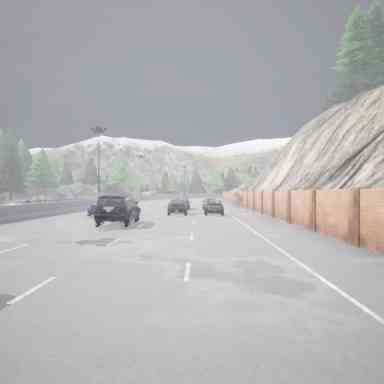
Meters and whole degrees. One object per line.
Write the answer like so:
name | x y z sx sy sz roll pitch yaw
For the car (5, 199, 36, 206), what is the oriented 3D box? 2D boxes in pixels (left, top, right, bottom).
car | -18.924 1.536 36.779 1.812 1.442 4.674 0 0 1

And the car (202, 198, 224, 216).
car | 2.113 1.491 32.804 2.128 1.511 4.902 0 0 1

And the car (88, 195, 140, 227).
car | -5.056 1.222 23.023 2.150 2.045 5.566 0 0 1

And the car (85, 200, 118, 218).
car | -8.415 1.526 31.396 1.812 1.442 4.674 0 0 1

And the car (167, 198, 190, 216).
car | -1.385 1.505 32.989 1.837 1.490 4.892 0 0 1

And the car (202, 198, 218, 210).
car | 2.283 1.526 43.253 1.812 1.442 4.674 0 0 1
